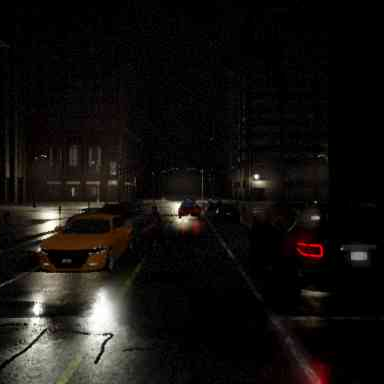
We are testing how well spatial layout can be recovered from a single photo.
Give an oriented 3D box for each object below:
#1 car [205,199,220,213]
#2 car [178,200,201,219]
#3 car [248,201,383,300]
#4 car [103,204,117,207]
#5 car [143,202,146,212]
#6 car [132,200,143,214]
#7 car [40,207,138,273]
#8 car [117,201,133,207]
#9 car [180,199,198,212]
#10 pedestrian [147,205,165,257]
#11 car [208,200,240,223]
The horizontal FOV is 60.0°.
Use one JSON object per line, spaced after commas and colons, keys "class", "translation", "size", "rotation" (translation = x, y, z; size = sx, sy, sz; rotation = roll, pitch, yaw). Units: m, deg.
{"class": "car", "translation": [2.439, 1.449, 36.485], "size": [1.967, 1.590, 4.097], "rotation": [0, 0, -1]}
{"class": "car", "translation": [-0.205, 1.606, 29.627], "size": [1.895, 1.301, 4.718], "rotation": [0, 0, 0]}
{"class": "car", "translation": [2.927, 1.224, 8.556], "size": [2.150, 2.045, 5.566], "rotation": [0, 0, -1]}
{"class": "car", "translation": [-5.936, 1.583, 19.499], "size": [1.802, 1.307, 4.206], "rotation": [0, 0, -1]}
{"class": "car", "translation": [-6.086, 1.560, 36.408], "size": [2.008, 1.369, 4.403], "rotation": [0, 0, -1]}
{"class": "car", "translation": [-6.036, 1.572, 30.772], "size": [1.947, 1.339, 4.313], "rotation": [0, 0, -1]}
{"class": "car", "translation": [-3.195, 1.477, 10.933], "size": [1.882, 1.535, 5.008], "rotation": [0, 0, -1]}
{"class": "car", "translation": [-5.986, 1.569, 25.136], "size": [1.947, 1.339, 4.313], "rotation": [0, 0, -1]}
{"class": "car", "translation": [-0.347, 1.575, 39.596], "size": [1.994, 1.385, 4.181], "rotation": [0, 0, -1]}
{"class": "pedestrian", "translation": [-1.203, 1.294, 11.045], "size": [0.375, 1.860, 0.375], "rotation": [0, 0, -11]}
{"class": "car", "translation": [2.539, 1.569, 25.214], "size": [1.947, 1.339, 4.313], "rotation": [0, 0, -1]}
